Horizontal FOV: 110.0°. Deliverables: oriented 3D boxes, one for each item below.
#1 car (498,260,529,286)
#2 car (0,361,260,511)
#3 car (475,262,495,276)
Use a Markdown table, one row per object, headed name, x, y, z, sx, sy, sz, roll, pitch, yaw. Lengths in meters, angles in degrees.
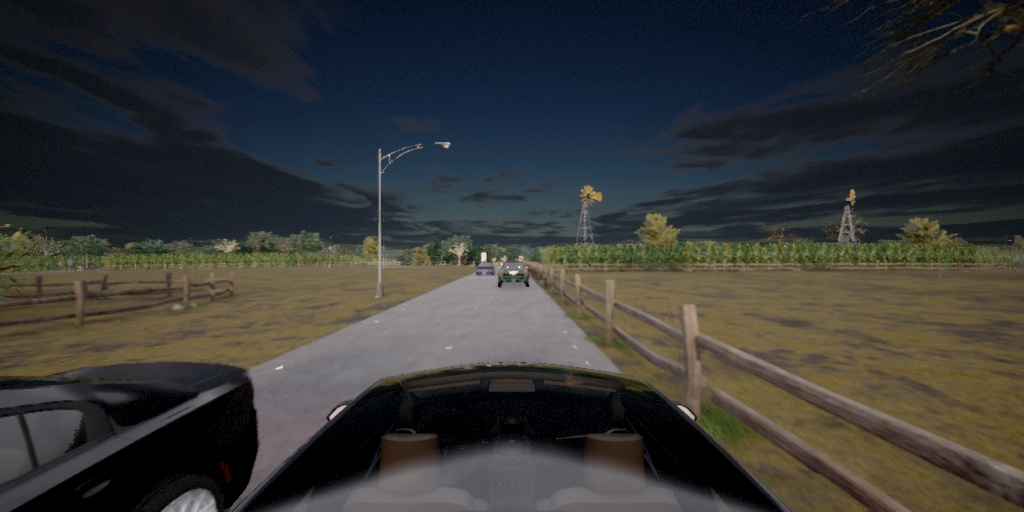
| name | x | y | z | sx | sy | sz | roll | pitch | yaw |
| --- | --- | --- | --- | --- | --- | --- | --- | --- | --- |
| car | 0.096 | 1.133 | 25.415 | 2.097 | 1.767 | 4.553 | 0 | 0 | 0 |
| car | -2.844 | 1.228 | 0.612 | 1.882 | 1.535 | 5.008 | 0 | 0 | 0 |
| car | -2.786 | 1.392 | 38.599 | 2.033 | 1.411 | 5.357 | 0 | 0 | 1 |
